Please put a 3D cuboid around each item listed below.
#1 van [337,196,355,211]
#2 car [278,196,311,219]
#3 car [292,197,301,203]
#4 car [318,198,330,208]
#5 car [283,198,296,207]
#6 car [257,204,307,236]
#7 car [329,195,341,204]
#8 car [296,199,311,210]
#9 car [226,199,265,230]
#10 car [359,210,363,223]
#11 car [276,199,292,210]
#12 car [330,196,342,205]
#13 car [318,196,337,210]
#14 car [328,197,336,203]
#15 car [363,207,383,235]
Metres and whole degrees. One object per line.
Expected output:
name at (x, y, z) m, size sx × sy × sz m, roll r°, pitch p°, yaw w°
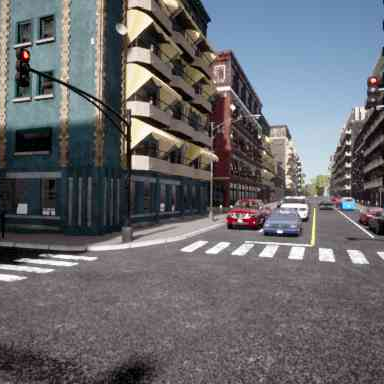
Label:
van at (21.353, 1.641, 45.695) m, size 1.690 × 1.788 × 3.998 m, roll 1°, pitch 0°, yaw 20°
car at (9.002, 1.400, 29.074) m, size 2.150 × 2.045 × 5.566 m, roll 0°, pitch 0°, yaw 21°
car at (25.161, 1.946, 79.983) m, size 1.887 × 1.381 × 4.507 m, roll 1°, pitch 0°, yaw 20°
car at (22.850, 1.862, 57.480) m, size 1.812 × 1.442 × 4.674 m, roll 0°, pitch 0°, yaw 20°
car at (17.392, 1.867, 59.097) m, size 1.947 × 1.339 × 4.313 m, roll 1°, pitch 0°, yaw 20°
car at (5.491, 1.682, 19.708) m, size 2.033 × 1.411 × 5.357 m, roll 0°, pitch 0°, yaw 21°
car at (33.006, 1.765, 77.023) m, size 2.192 × 1.841 × 5.009 m, roll 1°, pitch 0°, yaw 20°
car at (16.168, 1.774, 48.120) m, size 1.837 × 1.490 × 4.892 m, roll 0°, pitch 0°, yaw 20°
car at (3.802, 1.444, 22.545) m, size 2.192 × 1.841 × 5.009 m, roll 1°, pitch 0°, yaw 20°
car at (13.579, 1.783, 24.809) m, size 1.802 × 1.307 × 4.206 m, roll 1°, pitch 0°, yaw 20°
car at (13.508, 1.818, 48.654) m, size 1.947 × 1.339 × 4.313 m, roll 1°, pitch 0°, yaw 20°
car at (31.064, 1.740, 71.802) m, size 2.192 × 1.841 × 5.009 m, roll 1°, pitch 0°, yaw 20°
car at (19.231, 1.781, 47.749) m, size 2.128 × 1.511 × 4.902 m, roll 0°, pitch 0°, yaw 20°
car at (36.946, 2.027, 87.626) m, size 1.752 × 1.417 × 4.829 m, roll 1°, pitch 0°, yaw 20°
car at (11.637, 1.743, 19.587) m, size 1.947 × 1.339 × 4.313 m, roll 1°, pitch 0°, yaw 20°
